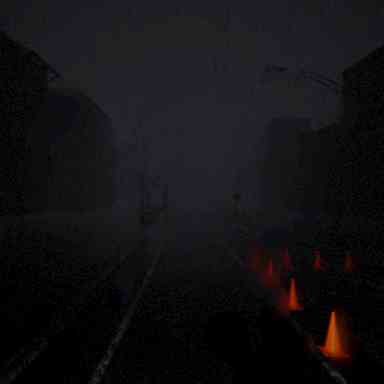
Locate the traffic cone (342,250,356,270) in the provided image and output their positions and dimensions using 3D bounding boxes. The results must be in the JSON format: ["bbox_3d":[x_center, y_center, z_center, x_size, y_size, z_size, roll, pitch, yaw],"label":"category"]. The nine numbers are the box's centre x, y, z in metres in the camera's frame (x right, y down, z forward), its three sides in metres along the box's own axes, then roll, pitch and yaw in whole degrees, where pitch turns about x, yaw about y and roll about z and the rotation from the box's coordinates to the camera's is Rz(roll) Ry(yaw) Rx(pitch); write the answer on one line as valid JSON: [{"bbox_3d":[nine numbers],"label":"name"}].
[{"bbox_3d":[5.113,2.203,10.862,0.340,0.580,0.340,1,-1,0],"label":"traffic cone"}]

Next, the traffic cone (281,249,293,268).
[{"bbox_3d":[3.115,2.172,10.878,0.340,0.580,0.340,1,-1,1],"label":"traffic cone"}]

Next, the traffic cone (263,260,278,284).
[{"bbox_3d":[2.101,2.115,8.884,0.340,0.580,0.340,1,-1,0],"label":"traffic cone"}]

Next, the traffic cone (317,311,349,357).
[{"bbox_3d":[2.071,2.048,4.883,0.340,0.580,0.340,1,-1,0],"label":"traffic cone"}]

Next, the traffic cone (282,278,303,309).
[{"bbox_3d":[2.086,2.078,6.884,0.340,0.580,0.340,1,-1,0],"label":"traffic cone"}]
